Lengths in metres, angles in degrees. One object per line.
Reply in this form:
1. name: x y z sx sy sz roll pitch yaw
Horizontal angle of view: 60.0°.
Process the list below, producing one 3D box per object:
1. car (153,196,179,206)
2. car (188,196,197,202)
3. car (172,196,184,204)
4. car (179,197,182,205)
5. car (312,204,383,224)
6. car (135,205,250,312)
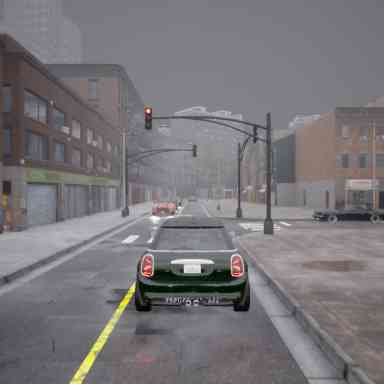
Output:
1. car: -2.792 1.359 33.880 2.097 1.767 4.553 0 0 0
2. car: 0.133 1.611 75.555 1.994 1.385 4.181 0 0 0
3. car: -2.686 1.588 64.029 2.033 1.411 5.357 0 0 1
4. car: -2.776 1.562 43.349 2.033 1.411 5.357 0 0 0
5. car: 10.965 1.532 23.215 4.718 1.301 1.895 0 0 0
6. car: 0.022 1.352 7.888 2.097 1.767 4.553 0 0 0
